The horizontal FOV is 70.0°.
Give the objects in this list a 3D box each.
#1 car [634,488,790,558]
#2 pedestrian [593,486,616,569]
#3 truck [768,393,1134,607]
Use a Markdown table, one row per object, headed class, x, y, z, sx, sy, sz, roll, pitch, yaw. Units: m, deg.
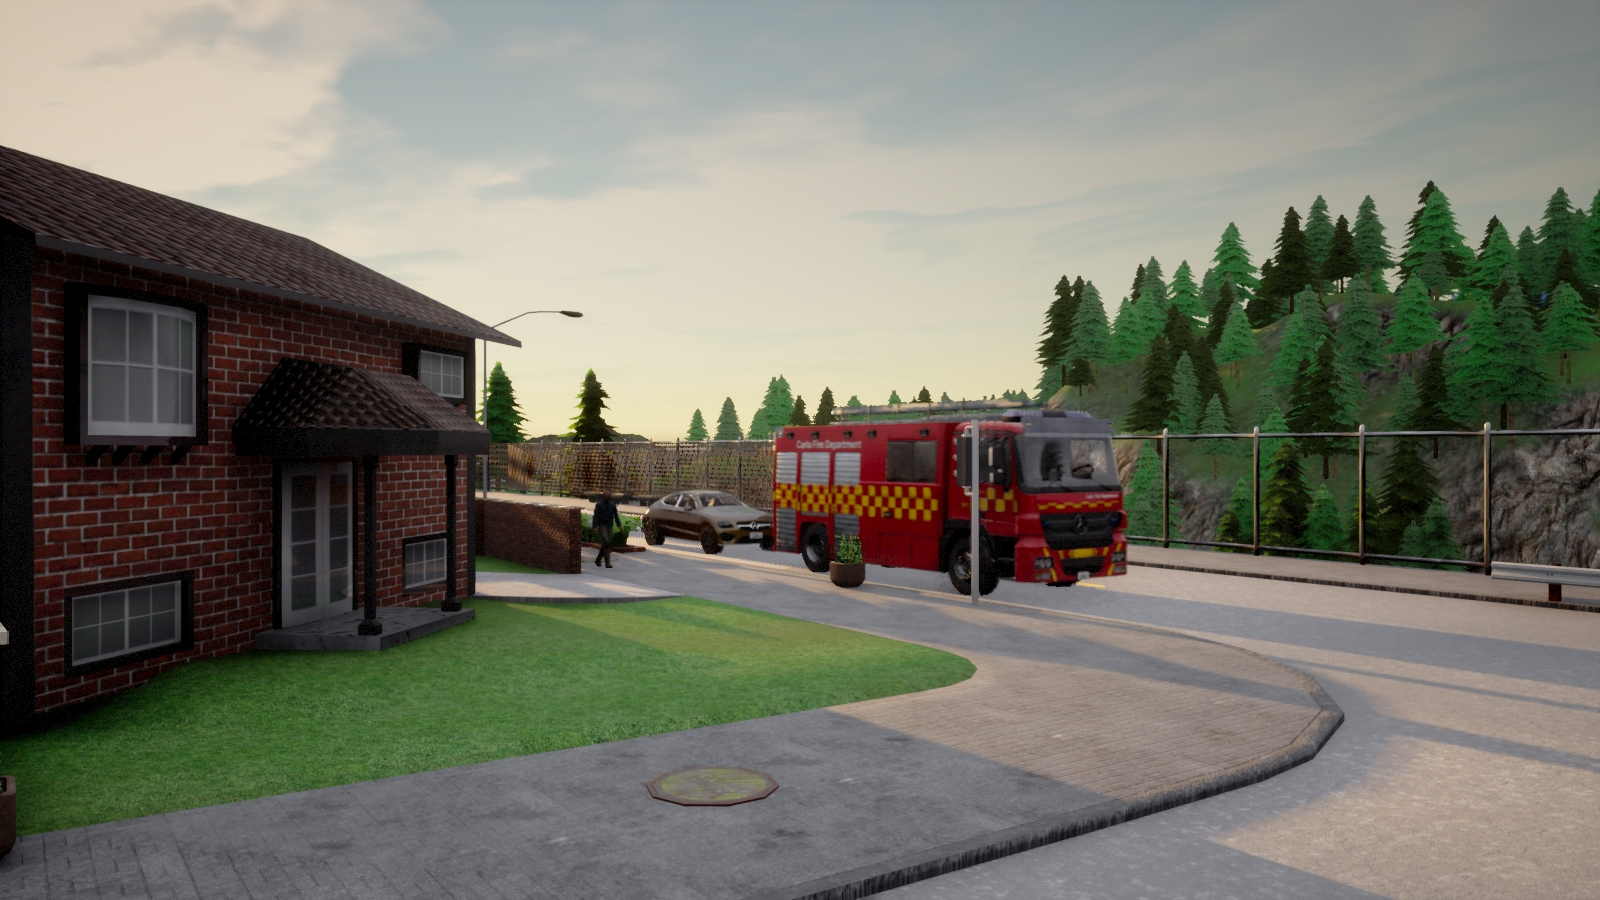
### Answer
| class | x | y | z | sx | sy | sz | roll | pitch | yaw |
| --- | --- | --- | --- | --- | --- | --- | --- | --- | --- |
| car | -2.606 | 1.992 | 32.562 | 2.152 | 1.651 | 5.027 | 0 | 0 | -35 |
| pedestrian | -4.437 | 1.745 | 25.933 | 0.375 | 1.860 | 0.375 | 0 | 0 | -35 |
| truck | 2.855 | 0.891 | 24.745 | 2.891 | 3.827 | 8.468 | 0 | 0 | -35 |
